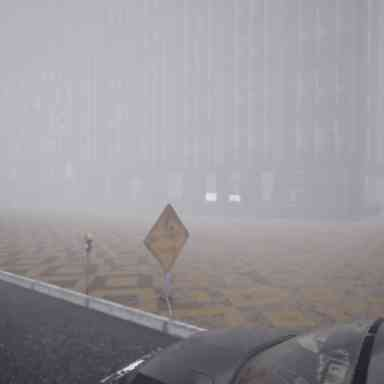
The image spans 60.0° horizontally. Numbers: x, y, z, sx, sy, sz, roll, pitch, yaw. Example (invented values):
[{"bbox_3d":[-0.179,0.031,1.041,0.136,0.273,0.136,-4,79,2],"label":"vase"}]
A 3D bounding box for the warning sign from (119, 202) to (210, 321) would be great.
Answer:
[{"bbox_3d":[-0.474,1.128,6.154,1.060,1.860,1.300,1,0,36],"label":"warning sign"}]

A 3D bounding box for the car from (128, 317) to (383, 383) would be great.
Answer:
[{"bbox_3d":[1.411,1.557,2.000,4.403,1.369,2.008,0,0,36],"label":"car"}]
